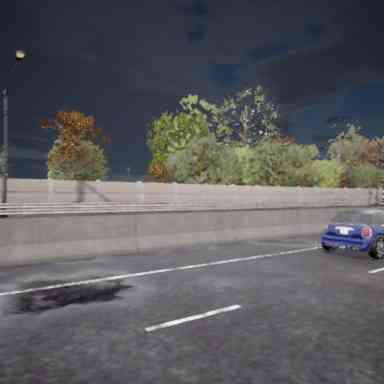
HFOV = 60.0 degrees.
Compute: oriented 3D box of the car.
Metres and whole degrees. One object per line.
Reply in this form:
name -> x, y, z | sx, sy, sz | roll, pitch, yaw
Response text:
car -> 7.279, 1.497, 13.333 | 4.553, 1.767, 2.097 | 1, -1, -35
